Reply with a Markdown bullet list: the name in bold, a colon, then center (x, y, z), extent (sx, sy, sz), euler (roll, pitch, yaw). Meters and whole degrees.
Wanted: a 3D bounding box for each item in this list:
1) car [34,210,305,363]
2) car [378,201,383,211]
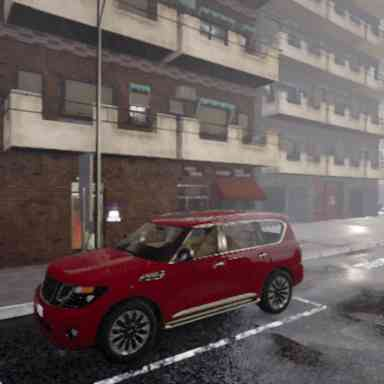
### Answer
- **car**: center (-0.047, 1.315, 6.057), extent (5.009, 1.841, 2.192), euler (0, 0, -35)
- **car**: center (23.284, 1.433, 44.579), extent (2.150, 2.045, 5.566), euler (0, 0, 5)
